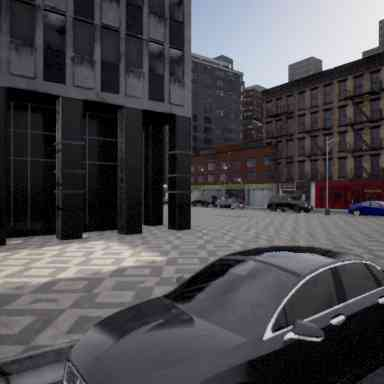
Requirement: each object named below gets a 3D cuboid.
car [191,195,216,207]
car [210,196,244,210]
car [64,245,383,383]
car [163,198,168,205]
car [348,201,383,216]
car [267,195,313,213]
[{"bbox_3d":[2.175,1.522,56.641,2.150,2.045,5.566,0,0,-36],"label":"car"},{"bbox_3d":[5.286,1.727,47.076,2.128,1.511,4.902,0,0,-36],"label":"car"},{"bbox_3d":[1.011,1.505,4.101,4.892,1.490,1.837,0,0,-36],"label":"car"},{"bbox_3d":[-4.041,1.844,65.042,1.837,1.490,4.892,0,0,-36],"label":"car"},{"bbox_3d":[17.167,1.577,30.820,1.882,1.535,5.008,0,-1,-37],"label":"car"},{"bbox_3d":[11.320,1.392,38.821,2.150,2.045,5.566,0,-1,-36],"label":"car"}]
